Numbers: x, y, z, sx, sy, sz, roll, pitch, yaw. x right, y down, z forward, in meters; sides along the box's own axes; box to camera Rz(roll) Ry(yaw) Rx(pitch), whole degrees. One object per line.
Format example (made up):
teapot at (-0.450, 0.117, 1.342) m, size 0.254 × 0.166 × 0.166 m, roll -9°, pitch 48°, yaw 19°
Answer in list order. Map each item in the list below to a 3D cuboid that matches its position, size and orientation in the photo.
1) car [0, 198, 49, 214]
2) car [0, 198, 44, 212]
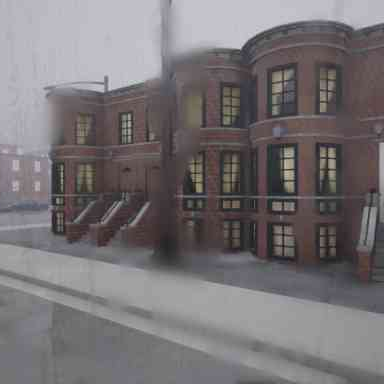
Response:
car at (-18.560, 1.547, 36.485) m, size 2.033 × 1.411 × 5.357 m, roll 0°, pitch 0°, yaw 36°
car at (-20.567, 1.491, 39.693) m, size 2.128 × 1.511 × 4.902 m, roll 0°, pitch 0°, yaw 36°
